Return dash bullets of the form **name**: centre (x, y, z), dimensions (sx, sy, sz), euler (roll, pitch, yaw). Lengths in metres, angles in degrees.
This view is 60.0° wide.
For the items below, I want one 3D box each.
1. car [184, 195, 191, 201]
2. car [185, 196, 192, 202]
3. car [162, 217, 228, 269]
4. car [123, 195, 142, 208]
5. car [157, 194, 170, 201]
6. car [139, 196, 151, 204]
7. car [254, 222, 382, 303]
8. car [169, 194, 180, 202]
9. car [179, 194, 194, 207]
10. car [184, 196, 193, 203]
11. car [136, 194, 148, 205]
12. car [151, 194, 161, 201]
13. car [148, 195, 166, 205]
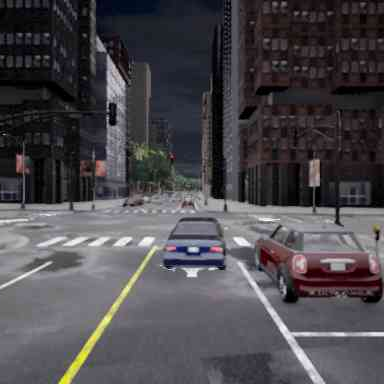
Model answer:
- **car**: centre (-1.262, 1.620, 93.291), dimensions (1.837, 1.490, 4.892), euler (0, 0, 0)
- **car**: centre (-0.790, 1.610, 82.339), dimensions (1.752, 1.417, 4.829), euler (0, 0, 0)
- **car**: centre (0.225, 1.547, 11.149), dimensions (2.033, 1.411, 5.357), euler (0, 0, 4)
- **car**: centre (-9.116, 1.573, 49.571), dimensions (1.947, 1.339, 4.313), euler (0, 0, 0)
- **car**: centre (-6.522, 1.574, 77.653), dimensions (1.895, 1.301, 4.718), euler (0, 0, 0)
- **car**: centre (-9.214, 1.569, 65.679), dimensions (1.752, 1.417, 4.829), euler (0, 0, 0)
- **car**: centre (2.763, 1.439, 8.226), dimensions (1.967, 1.590, 4.097), euler (0, 0, 0)
- **car**: centre (-3.513, 1.663, 76.217), dimensions (1.895, 1.301, 4.718), euler (0, 0, 0)
- **car**: centre (-0.592, 1.447, 49.620), dimensions (1.967, 1.590, 4.097), euler (0, 0, 0)
- **car**: centre (-0.724, 1.601, 71.319), dimensions (1.887, 1.381, 4.507), euler (0, 0, 0)
- **car**: centre (-9.150, 1.335, 54.997), dimensions (2.192, 1.841, 5.009), euler (0, 0, 0)
- **car**: centre (-9.348, 1.415, 87.553), dimensions (2.192, 1.841, 5.009), euler (0, 0, 0)
- **car**: centre (-6.452, 1.635, 61.600), dimensions (1.895, 1.301, 4.718), euler (0, 0, 0)
